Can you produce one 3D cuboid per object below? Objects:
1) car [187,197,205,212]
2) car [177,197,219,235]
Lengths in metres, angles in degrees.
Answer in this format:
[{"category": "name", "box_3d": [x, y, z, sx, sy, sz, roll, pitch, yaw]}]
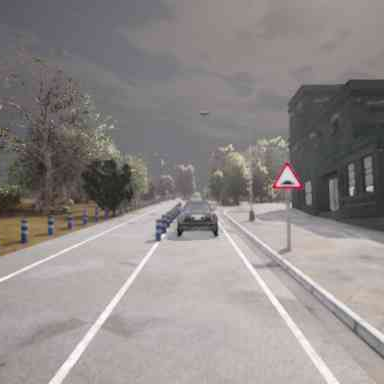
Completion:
[{"category": "car", "box_3d": [0.468, 1.324, 37.324, 1.837, 1.490, 4.892, -2, 0, 1]}, {"category": "car", "box_3d": [0.291, 1.246, 18.431, 2.097, 1.767, 4.553, 0, 2, 0]}]
